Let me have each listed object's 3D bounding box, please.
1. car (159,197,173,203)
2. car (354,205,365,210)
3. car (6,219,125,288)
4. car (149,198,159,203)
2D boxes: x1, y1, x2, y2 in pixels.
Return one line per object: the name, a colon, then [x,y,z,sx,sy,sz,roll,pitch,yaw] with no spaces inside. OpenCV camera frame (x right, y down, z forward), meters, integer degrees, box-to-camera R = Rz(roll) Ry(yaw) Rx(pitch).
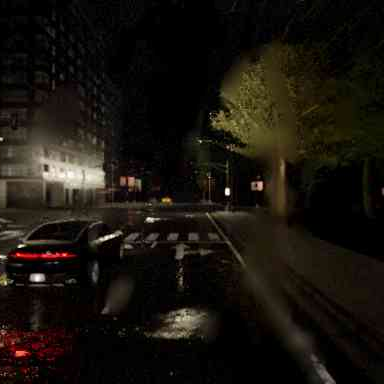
car: [-6.475,2.114,84.624,1.882,1.535,5.008,0,-1,0]
car: [43.666,3.992,84.381,1.837,1.490,4.892,0,-3,45]
car: [-3.147,1.506,9.200,1.837,1.490,4.892,0,0,0]
car: [-9.725,2.188,84.573,1.994,1.385,4.181,0,-1,0]
